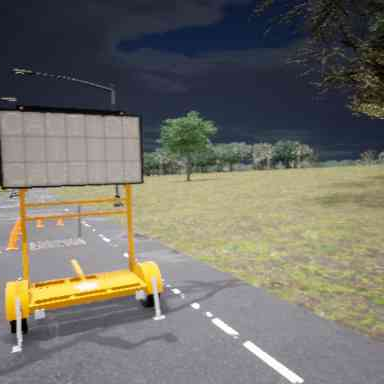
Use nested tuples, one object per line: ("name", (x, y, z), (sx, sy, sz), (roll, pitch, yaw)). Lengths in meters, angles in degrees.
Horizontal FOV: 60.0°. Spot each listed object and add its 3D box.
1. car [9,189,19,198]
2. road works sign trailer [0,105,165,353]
("car", (-31.625, 0.152, 59.756), (1.837, 1.490, 4.892), (-3, 3, -26))
("road works sign trailer", (-2.101, 0.296, 6.138), (2.380, 3.560, 2.880), (-3, 2, -26))
